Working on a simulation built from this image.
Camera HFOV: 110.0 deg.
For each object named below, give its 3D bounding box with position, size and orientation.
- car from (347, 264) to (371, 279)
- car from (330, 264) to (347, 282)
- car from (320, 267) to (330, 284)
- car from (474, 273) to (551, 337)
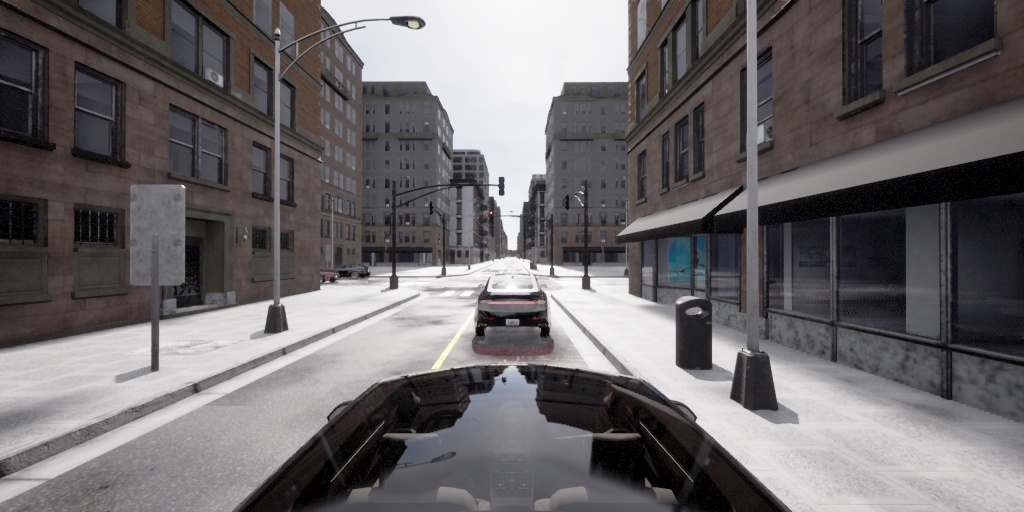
[{"bbox_3d":[-14.686,1.330,31.513,4.313,1.339,1.948,0,0,0],"label":"car"},{"bbox_3d":[-14.743,1.300,26.031,4.181,1.385,1.994,0,0,0],"label":"car"},{"bbox_3d":[-14.713,1.289,23.487,4.313,1.339,1.948,0,0,0],"label":"car"},{"bbox_3d":[0.022,1.242,10.302,2.128,1.511,4.902,0,0,0],"label":"car"}]
